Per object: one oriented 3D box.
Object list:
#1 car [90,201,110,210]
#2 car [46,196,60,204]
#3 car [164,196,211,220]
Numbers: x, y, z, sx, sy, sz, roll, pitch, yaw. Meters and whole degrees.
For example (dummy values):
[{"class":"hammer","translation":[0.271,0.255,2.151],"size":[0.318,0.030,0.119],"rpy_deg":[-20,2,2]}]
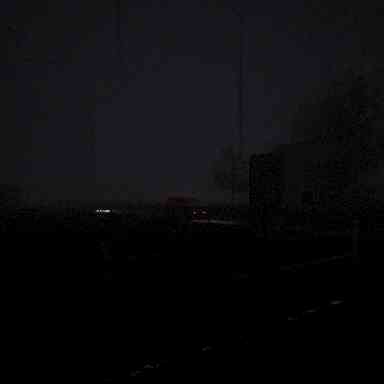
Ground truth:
[{"class":"car","translation":[-13.807,1.978,49.558],"size":[1.994,1.385,4.181],"rpy_deg":[1,-1,-36]},{"class":"car","translation":[-33.331,2.238,80.972],"size":[1.837,1.490,4.892],"rpy_deg":[1,-1,-36]},{"class":"car","translation":[-0.539,1.431,31.302],"size":[2.150,2.045,5.566],"rpy_deg":[1,-1,-36]}]
